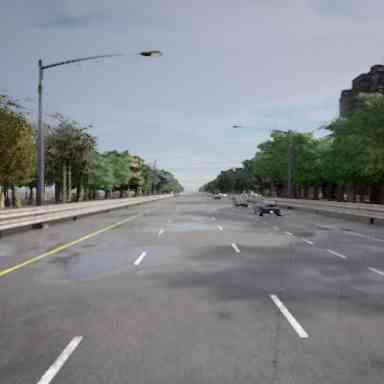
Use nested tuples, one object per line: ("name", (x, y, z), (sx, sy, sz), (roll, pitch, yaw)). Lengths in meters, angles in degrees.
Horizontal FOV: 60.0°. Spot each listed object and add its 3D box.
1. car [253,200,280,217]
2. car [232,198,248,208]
("car", (7.042, 1.509, 31.739), (1.837, 1.490, 4.892), (0, 0, 0))
("car", (7.100, 1.552, 49.385), (2.033, 1.411, 5.357), (0, 0, 0))
